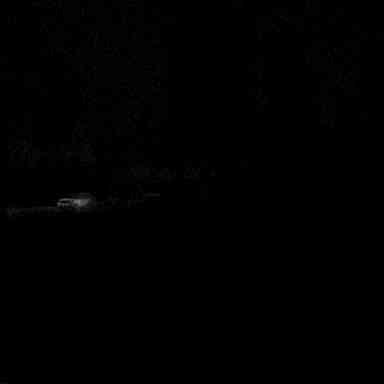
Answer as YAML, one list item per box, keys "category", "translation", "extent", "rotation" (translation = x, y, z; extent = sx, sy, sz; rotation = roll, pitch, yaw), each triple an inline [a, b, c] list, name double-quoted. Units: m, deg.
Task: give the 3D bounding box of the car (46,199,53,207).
- category: "car"
  translation: [-20.607, 1.565, 51.554]
  extent: [1.994, 1.385, 4.181]
  rotation: [0, 0, 14]

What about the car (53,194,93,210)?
- category: "car"
  translation: [-15.291, 1.224, 43.849]
  extent: [2.150, 2.045, 5.566]
  rotation: [0, 0, 14]

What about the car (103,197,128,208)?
- category: "car"
  translation: [-10.860, 1.477, 47.225]
  extent: [1.882, 1.535, 5.008]
  rotation: [0, 0, 14]

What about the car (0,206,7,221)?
- category: "car"
  translation: [-16.159, 1.526, 25.068]
  extent: [1.812, 1.442, 4.674]
  rotation: [0, 0, 13]
